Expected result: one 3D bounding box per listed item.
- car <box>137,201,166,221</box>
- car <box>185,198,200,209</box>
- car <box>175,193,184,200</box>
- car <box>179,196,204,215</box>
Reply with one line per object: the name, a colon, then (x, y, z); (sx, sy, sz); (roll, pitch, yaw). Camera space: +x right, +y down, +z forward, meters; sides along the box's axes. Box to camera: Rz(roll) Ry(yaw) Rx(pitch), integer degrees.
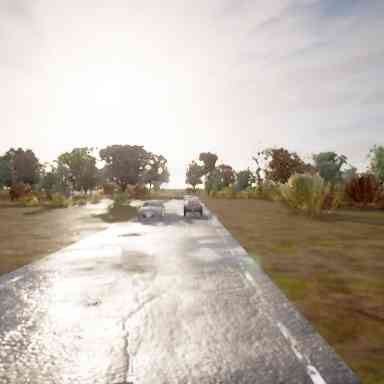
car: (-3.099, 1.441, 26.316); (2.128, 1.511, 4.902); (0, 0, 0)
car: (0.096, 1.508, 45.137); (1.895, 1.301, 4.718); (0, 0, 0)
car: (-3.005, 1.155, 81.325); (2.097, 1.767, 4.553); (0, 0, 0)
car: (0.099, 1.429, 32.387); (2.128, 1.511, 4.902); (0, 0, 0)
